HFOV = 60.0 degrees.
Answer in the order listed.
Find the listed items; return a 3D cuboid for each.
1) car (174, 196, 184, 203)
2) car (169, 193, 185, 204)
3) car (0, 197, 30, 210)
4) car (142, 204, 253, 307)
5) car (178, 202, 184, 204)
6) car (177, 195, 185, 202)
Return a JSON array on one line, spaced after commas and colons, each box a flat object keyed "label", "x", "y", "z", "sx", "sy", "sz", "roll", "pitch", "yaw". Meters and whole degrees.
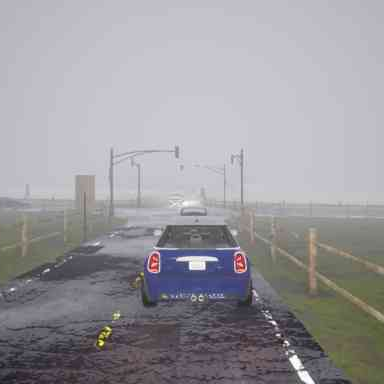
[{"label": "car", "x": -2.727, "y": 1.615, "z": 69.970, "sx": 1.895, "sy": 1.301, "sz": 4.718, "roll": 0, "pitch": 0, "yaw": 0}, {"label": "car", "x": -2.833, "y": 1.237, "z": 59.949, "sx": 2.150, "sy": 2.045, "sz": 5.566, "roll": 0, "pitch": 0, "yaw": 0}, {"label": "car", "x": -20.079, "y": 1.216, "z": 36.424, "sx": 4.181, "sy": 1.385, "sz": 1.994, "roll": 1, "pitch": 0, "yaw": 0}, {"label": "car", "x": 0.096, "y": 1.353, "z": 8.138, "sx": 2.097, "sy": 1.767, "sz": 4.553, "roll": 0, "pitch": 0, "yaw": 0}, {"label": "car", "x": 0.092, "y": 1.507, "z": 17.304, "sx": 1.837, "sy": 1.490, "sz": 4.892, "roll": 0, "pitch": 0, "yaw": 0}, {"label": "car", "x": -2.692, "y": 1.549, "z": 80.312, "sx": 1.812, "sy": 1.442, "sz": 4.674, "roll": 0, "pitch": 0, "yaw": 0}]
